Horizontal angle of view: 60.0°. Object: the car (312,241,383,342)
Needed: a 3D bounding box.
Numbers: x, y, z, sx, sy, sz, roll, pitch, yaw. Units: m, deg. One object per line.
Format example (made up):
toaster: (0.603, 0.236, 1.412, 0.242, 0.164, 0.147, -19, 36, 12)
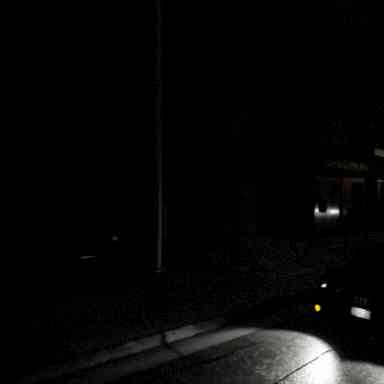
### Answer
car: (4.058, 1.562, 5.950, 4.181, 1.385, 1.994, 0, 0, -35)
